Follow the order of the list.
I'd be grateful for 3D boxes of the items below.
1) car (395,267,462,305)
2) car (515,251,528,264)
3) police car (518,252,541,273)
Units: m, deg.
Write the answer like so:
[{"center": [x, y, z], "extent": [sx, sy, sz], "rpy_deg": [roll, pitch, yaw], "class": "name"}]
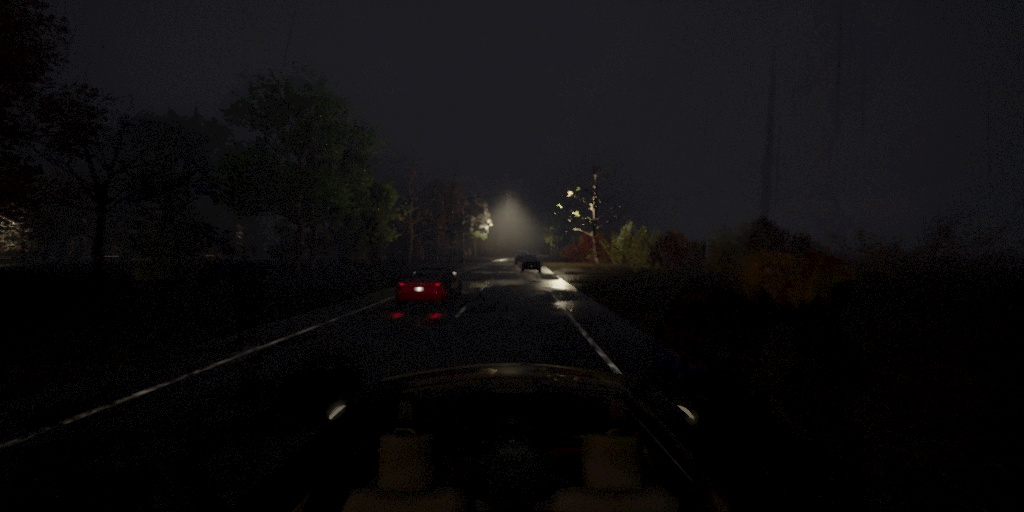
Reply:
[{"center": [-3.285, 1.120, 14.809], "extent": [1.994, 1.385, 4.181], "rpy_deg": [0, 1, 1], "class": "car"}, {"center": [1.587, 0.195, 55.320], "extent": [2.150, 2.045, 5.566], "rpy_deg": [0, 1, 4], "class": "car"}, {"center": [1.843, 0.695, 34.956], "extent": [1.930, 1.638, 5.238], "rpy_deg": [0, 1, 2], "class": "police car"}]
